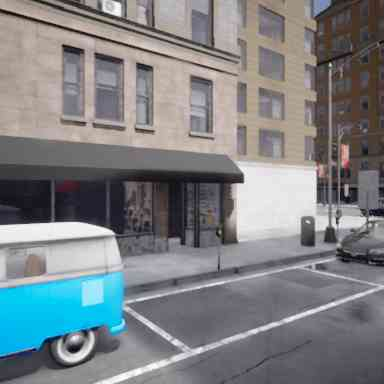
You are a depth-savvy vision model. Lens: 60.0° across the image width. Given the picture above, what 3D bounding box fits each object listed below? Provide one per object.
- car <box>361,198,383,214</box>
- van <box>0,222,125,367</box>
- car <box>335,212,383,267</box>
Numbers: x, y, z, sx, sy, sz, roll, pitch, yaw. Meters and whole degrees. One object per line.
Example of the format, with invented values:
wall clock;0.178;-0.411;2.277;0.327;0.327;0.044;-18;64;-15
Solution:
car;16.510;1.279;27.295;2.097;1.767;4.553;0;0;-34
van;-2.848;1.341;4.159;3.998;1.788;1.690;0;0;-35
car;6.380;1.544;10.722;4.403;1.369;2.008;0;0;-35
